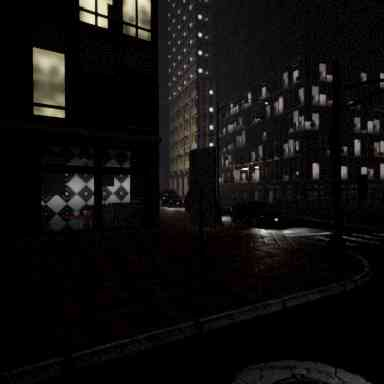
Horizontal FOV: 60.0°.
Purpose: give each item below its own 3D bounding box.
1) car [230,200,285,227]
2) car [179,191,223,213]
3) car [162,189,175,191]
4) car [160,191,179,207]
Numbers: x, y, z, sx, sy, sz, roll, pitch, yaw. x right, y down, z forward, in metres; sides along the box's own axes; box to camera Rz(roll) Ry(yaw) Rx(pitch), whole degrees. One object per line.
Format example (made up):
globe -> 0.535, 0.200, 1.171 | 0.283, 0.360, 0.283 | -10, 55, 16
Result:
car -> 4.100, 1.314, 21.535 | 1.837, 1.490, 4.892 | -1, 1, -19
car -> 0.900, 0.893, 30.939 | 2.150, 2.045, 5.566 | -1, 1, -19
car -> -4.035, 0.533, 54.629 | 2.150, 2.045, 5.566 | -1, 1, -18
car -> -2.395, 1.034, 40.667 | 1.837, 1.490, 4.892 | -1, 1, -18
